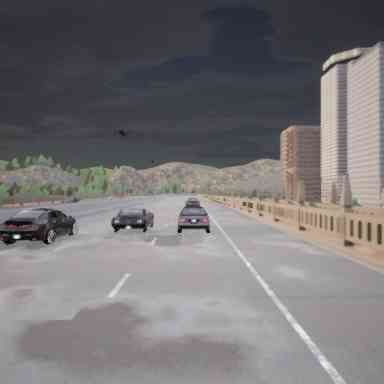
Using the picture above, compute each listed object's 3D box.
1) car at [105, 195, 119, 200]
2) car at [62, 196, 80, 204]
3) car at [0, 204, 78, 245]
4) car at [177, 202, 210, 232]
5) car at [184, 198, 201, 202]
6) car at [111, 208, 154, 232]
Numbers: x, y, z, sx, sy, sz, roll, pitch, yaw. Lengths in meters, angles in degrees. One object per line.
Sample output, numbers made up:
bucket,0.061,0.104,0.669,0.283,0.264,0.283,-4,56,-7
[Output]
car,-14.004,1.254,58.796,1.882,1.535,5.008,0,0,0
car,-21.004,1.497,57.795,2.128,1.511,4.902,0,0,0
car,-6.902,1.511,15.520,1.837,1.490,4.892,0,0,0
car,0.098,1.557,19.942,2.033,1.411,5.357,0,0,0
car,0.097,1.543,42.638,1.837,1.490,4.892,0,0,0
car,-3.401,1.611,20.036,1.895,1.301,4.718,0,0,0
